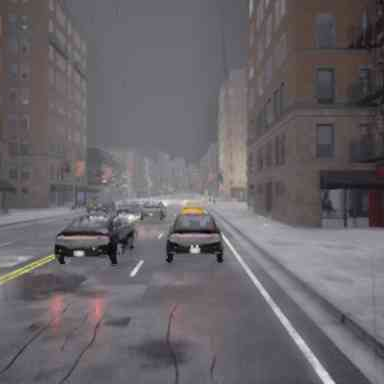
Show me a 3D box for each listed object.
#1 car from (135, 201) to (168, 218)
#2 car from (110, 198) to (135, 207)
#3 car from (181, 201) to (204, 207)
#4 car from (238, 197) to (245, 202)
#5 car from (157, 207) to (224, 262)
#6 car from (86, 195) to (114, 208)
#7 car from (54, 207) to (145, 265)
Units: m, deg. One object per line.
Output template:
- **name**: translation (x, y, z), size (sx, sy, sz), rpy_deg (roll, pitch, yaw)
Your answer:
- **car**: translation (-3.170, 1.549, 28.100), size (2.128, 1.511, 4.902), rpy_deg (0, 0, 0)
- **car**: translation (-6.627, 1.620, 34.780), size (2.033, 1.411, 5.357), rpy_deg (0, 0, 0)
- **car**: translation (0.080, 1.538, 29.670), size (1.882, 1.535, 5.008), rpy_deg (0, 0, 0)
- **car**: translation (12.351, 1.754, 74.242), size (4.313, 1.339, 1.947), rpy_deg (0, 0, 0)
- **car**: translation (0.090, 1.516, 12.226), size (2.128, 1.511, 4.902), rpy_deg (0, 0, 0)
- **car**: translation (-9.872, 1.300, 36.585), size (2.150, 2.045, 5.566), rpy_deg (0, -1, 0)
- **car**: translation (-3.159, 1.515, 11.726), size (2.128, 1.511, 4.902), rpy_deg (0, 0, 0)
